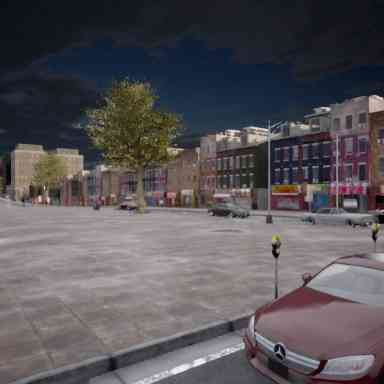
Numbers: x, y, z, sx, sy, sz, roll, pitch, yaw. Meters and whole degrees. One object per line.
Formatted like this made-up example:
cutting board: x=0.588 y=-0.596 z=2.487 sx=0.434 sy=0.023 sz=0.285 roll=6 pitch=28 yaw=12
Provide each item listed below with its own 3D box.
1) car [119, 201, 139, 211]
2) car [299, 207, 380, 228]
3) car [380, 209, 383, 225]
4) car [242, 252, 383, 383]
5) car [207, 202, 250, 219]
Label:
car: x=-9.334 y=2.134 z=49.922 sx=1.882 sy=1.535 sz=5.008 roll=0 pitch=-1 yaw=-35
car: x=9.890 y=1.730 z=22.972 sx=1.895 sy=1.301 sz=4.718 roll=0 pitch=-1 yaw=-36
car: x=13.953 y=1.586 z=22.172 sx=2.128 sy=1.511 sz=4.902 roll=0 pitch=0 yaw=-39
car: x=2.595 y=1.582 z=4.653 sx=4.206 sy=1.307 sz=1.802 roll=0 pitch=0 yaw=-35
car: x=3.440 y=1.769 z=31.978 sx=1.837 sy=1.490 sz=4.892 roll=0 pitch=1 yaw=-36
